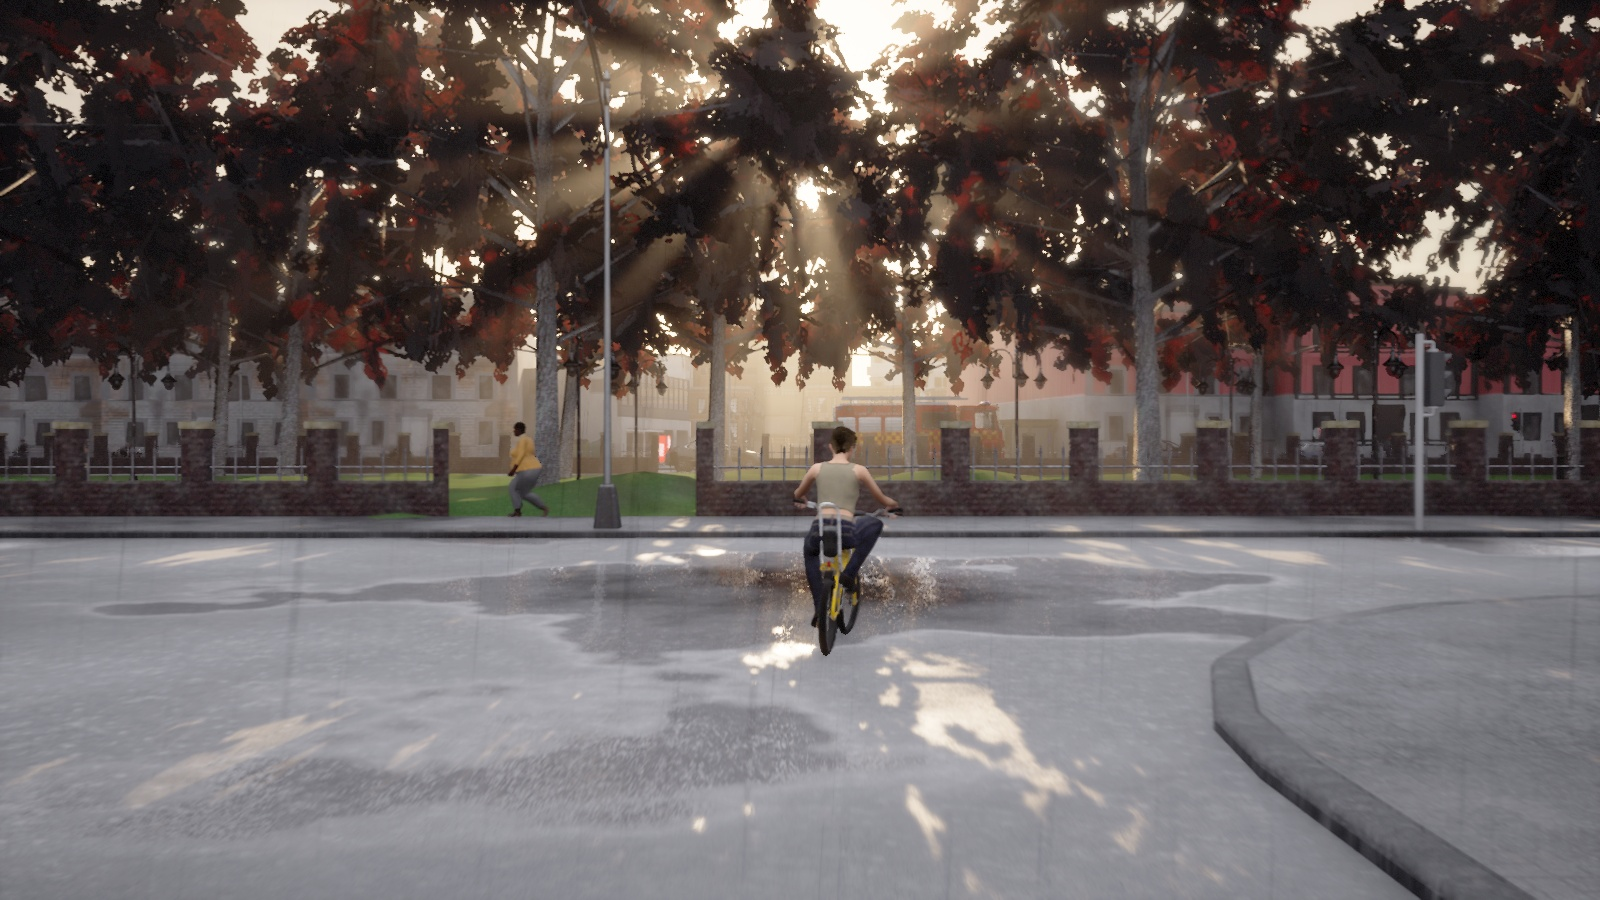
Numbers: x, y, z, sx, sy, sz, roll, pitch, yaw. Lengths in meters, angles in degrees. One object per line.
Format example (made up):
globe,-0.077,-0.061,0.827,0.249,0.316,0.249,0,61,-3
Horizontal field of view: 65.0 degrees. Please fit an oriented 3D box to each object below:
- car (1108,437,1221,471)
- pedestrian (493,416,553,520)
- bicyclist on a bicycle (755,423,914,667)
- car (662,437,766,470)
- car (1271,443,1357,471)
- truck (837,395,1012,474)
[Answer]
car,18.153,0.186,62.790,5.027,1.651,2.152,0,0,0
pedestrian,-5.058,0.323,22.962,0.900,1.855,0.874,0,0,0
bicyclist on a bicycle,0.292,0.631,9.226,0.866,1.612,1.509,2,1,11
car,-4.272,0.167,62.899,5.027,1.651,2.152,0,0,1
car,27.288,0.358,66.750,3.806,1.475,1.970,0,0,0
truck,6.117,-0.767,62.842,8.468,3.827,2.891,0,0,0
